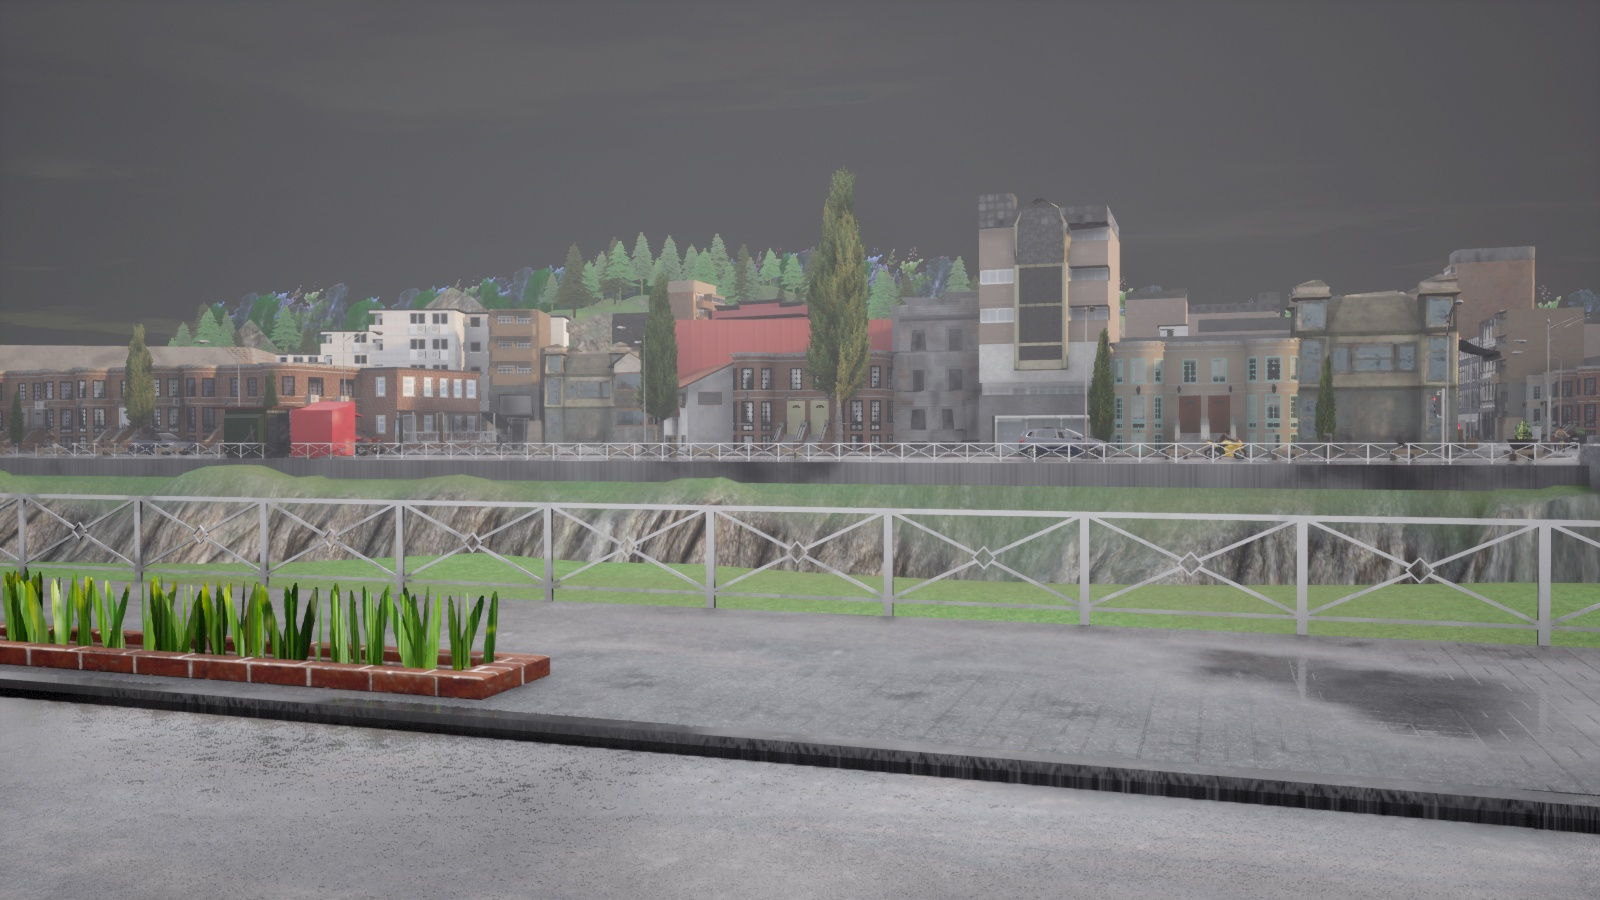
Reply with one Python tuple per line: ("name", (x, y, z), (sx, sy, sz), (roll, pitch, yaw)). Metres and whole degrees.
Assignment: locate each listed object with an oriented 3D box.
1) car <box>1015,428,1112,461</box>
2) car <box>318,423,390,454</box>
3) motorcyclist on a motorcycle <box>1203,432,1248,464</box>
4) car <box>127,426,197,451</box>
("car", (13.497, -0.308, 64.294), (4.611, 1.667, 2.242), (1, 1, 19))
("car", (-27.744, -0.733, 78.157), (3.866, 1.878, 1.905), (1, 1, 19))
("motorcyclist on a motorcycle", (20.933, -0.102, 61.794), (2.044, 1.523, 0.797), (1, 1, 19))
("car", (-42.165, -0.763, 83.007), (3.988, 1.617, 1.851), (1, 1, 19))
